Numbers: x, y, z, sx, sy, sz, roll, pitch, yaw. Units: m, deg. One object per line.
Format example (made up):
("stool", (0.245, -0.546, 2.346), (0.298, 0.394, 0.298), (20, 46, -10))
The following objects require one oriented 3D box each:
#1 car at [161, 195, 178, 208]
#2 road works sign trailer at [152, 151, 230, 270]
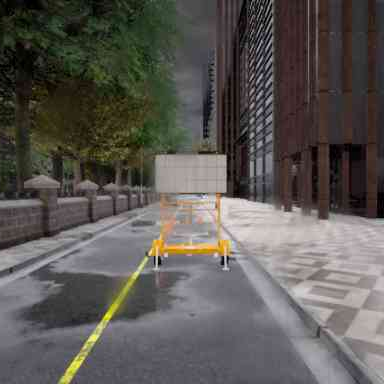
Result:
("car", (-3.126, 1.319, 46.921), (2.097, 1.767, 4.553), (0, 0, 0))
("road works sign trailer", (-0.028, 0.464, 11.004), (2.380, 3.560, 2.880), (0, 0, 0))
